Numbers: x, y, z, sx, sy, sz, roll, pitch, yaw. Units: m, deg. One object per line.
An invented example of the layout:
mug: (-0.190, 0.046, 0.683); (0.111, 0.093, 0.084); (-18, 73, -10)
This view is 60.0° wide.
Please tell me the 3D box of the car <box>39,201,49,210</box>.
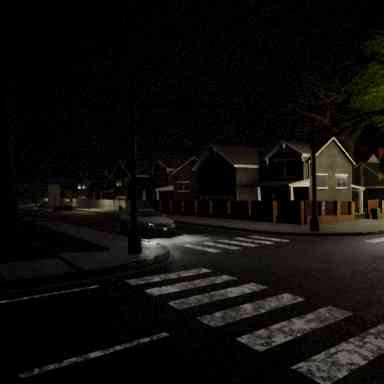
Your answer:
car: (-24.230, 2.188, 55.544); (1.994, 1.385, 4.181); (-1, 0, -35)

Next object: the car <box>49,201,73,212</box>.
car: (-18.253, 1.986, 47.015); (2.128, 1.511, 4.902); (-1, 0, -34)

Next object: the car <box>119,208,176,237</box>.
car: (-2.787, 1.719, 19.752); (1.812, 1.442, 4.674); (-1, 0, -35)
